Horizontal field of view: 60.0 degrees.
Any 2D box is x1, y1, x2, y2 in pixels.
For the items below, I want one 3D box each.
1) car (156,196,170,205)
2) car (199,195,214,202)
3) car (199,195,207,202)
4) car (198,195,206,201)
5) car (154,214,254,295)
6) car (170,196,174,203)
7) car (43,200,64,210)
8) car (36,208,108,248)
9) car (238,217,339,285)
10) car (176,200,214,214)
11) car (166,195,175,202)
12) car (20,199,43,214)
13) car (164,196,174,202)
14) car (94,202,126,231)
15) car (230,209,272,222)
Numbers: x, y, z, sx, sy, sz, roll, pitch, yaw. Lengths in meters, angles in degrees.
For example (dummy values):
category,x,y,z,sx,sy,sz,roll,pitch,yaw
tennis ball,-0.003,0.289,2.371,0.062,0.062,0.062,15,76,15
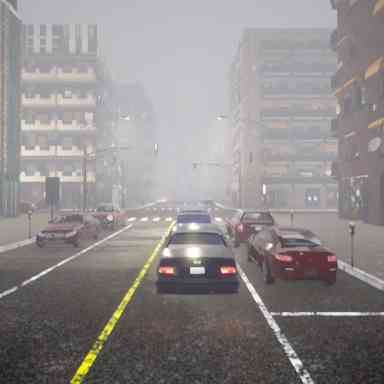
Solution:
category,x,y,z,sx,sy,sz,roll,pitch,yaw
car,-5.282,1.534,58.354,1.752,1.417,4.829,1,0,0
car,2.595,1.559,52.880,2.008,1.369,4.403,1,0,0
car,2.607,1.555,81.235,1.887,1.381,4.507,1,0,0
car,2.609,1.562,86.905,2.008,1.369,4.403,1,0,0
car,0.104,1.549,8.887,2.033,1.411,5.357,0,0,0
car,-5.278,1.535,69.696,1.752,1.417,4.829,1,0,0
car,-17.608,1.590,39.703,4.313,1.339,1.947,0,-1,0
car,-5.305,1.585,14.762,1.802,1.307,4.206,1,0,0
car,2.578,1.584,9.231,1.802,1.307,4.206,1,0,0
car,0.100,1.482,19.529,1.882,1.535,5.008,0,0,0
car,-5.273,1.555,81.208,1.887,1.381,4.507,1,0,0
car,-17.549,1.241,31.827,5.009,1.841,2.192,0,-1,0
car,-5.276,1.576,75.537,1.947,1.339,4.313,1,0,0
car,-5.305,1.445,20.311,1.967,1.590,4.097,1,0,0
car,2.581,1.443,14.781,1.967,1.590,4.097,1,0,0
